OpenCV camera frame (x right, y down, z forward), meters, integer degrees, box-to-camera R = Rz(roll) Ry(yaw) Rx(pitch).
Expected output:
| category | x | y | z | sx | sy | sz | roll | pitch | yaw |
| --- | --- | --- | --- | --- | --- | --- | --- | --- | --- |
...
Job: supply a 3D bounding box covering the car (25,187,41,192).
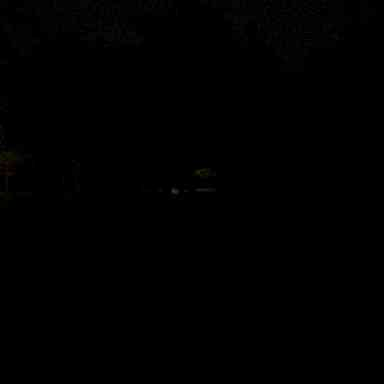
| category | x | y | z | sx | sy | sz | roll | pitch | yaw |
| --- | --- | --- | --- | --- | --- | --- | --- | --- | --- |
| car | -40.146 | -0.580 | 84.393 | 1.994 | 1.385 | 4.181 | -2 | 0 | 34 |
